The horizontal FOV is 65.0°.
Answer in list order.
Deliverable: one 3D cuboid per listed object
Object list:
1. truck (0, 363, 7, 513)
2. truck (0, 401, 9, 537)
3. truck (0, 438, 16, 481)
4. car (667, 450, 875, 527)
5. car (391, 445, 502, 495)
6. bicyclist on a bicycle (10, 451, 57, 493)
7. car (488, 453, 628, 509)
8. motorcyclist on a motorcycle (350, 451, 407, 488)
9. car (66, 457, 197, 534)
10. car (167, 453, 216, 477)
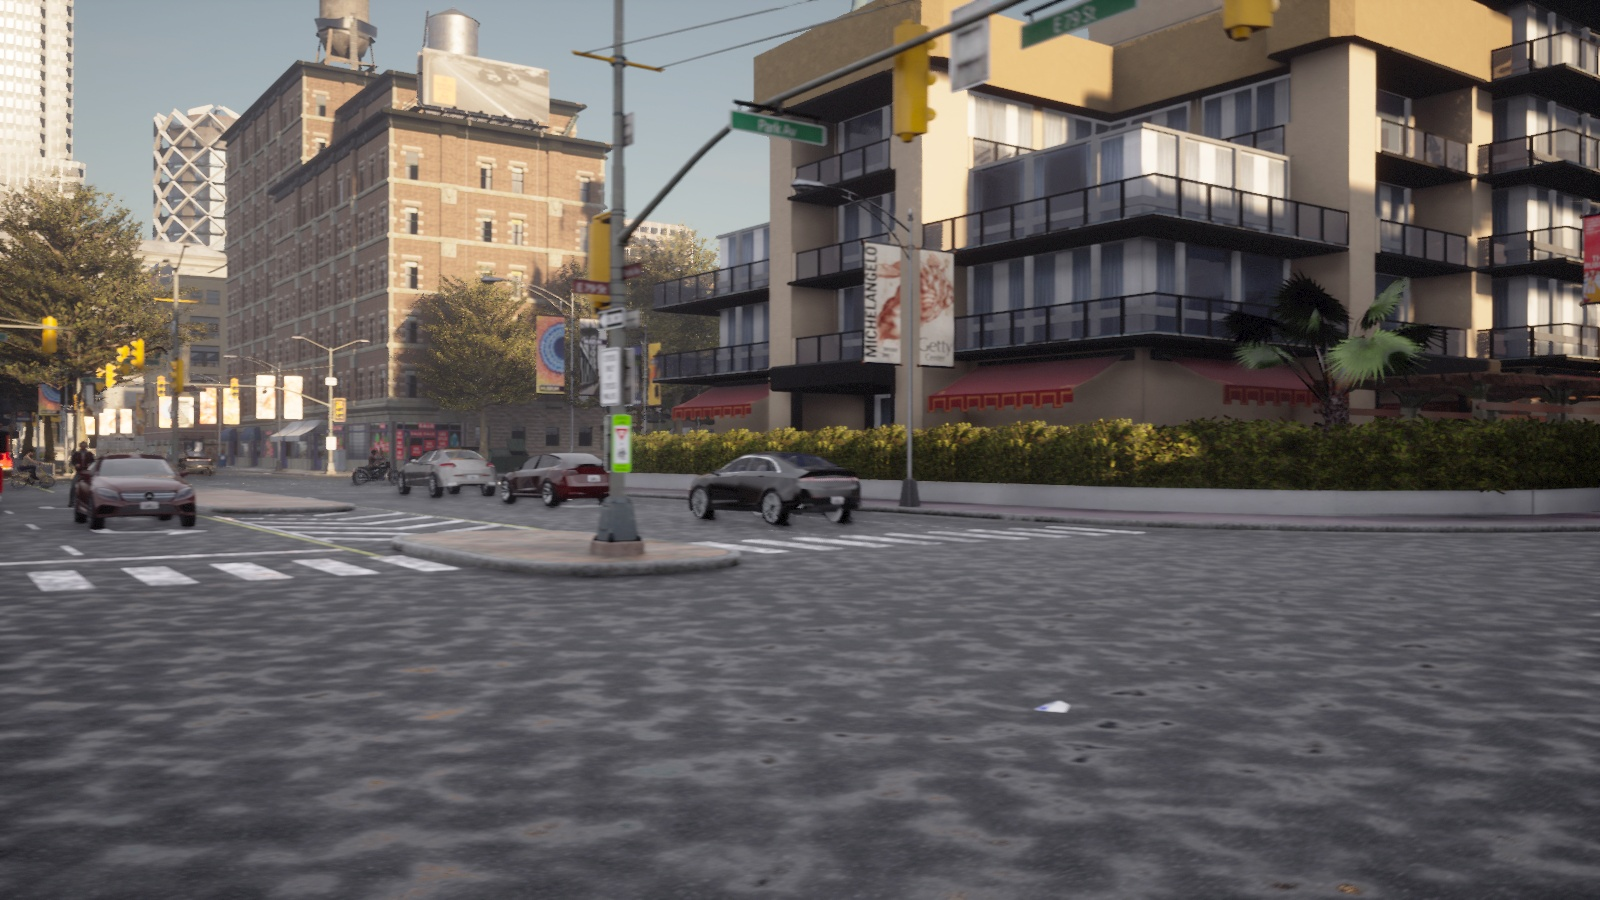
[{"bbox_3d":[-24.359,-0.285,34.042,8.468,3.827,2.891,0,0,44],"label":"truck"},{"bbox_3d":[-17.069,0.354,24.366,2.627,2.467,5.204,0,0,-35],"label":"truck"},{"bbox_3d":[-47.806,0.540,73.794,2.627,2.467,5.204,0,0,-35],"label":"truck"},{"bbox_3d":[-0.744,0.769,27.283,2.128,1.511,4.902,0,0,-35],"label":"car"},{"bbox_3d":[-12.331,0.656,43.566,2.152,1.651,5.027,0,0,-35],"label":"car"},{"bbox_3d":[-30.096,0.866,49.311,1.509,1.612,0.866,0,0,-36],"label":"bicyclist on a bicycle"},{"bbox_3d":[-7.028,0.848,36.141,2.163,1.488,4.792,0,0,-35],"label":"car"},{"bbox_3d":[-19.181,0.876,57.143,2.350,1.649,0.766,0,0,-36],"label":"motorcyclist on a motorcycle"},{"bbox_3d":[-13.853,0.863,25.882,1.812,1.442,4.674,0,0,-35],"label":"car"},{"bbox_3d":[-40.199,0.989,82.951,2.128,1.511,4.902,0,0,-35],"label":"car"}]
